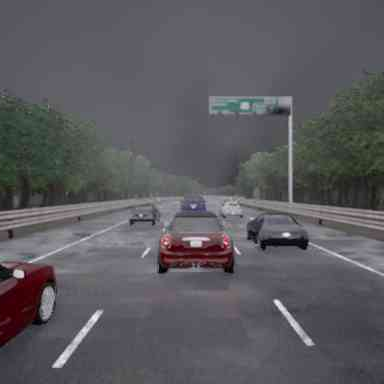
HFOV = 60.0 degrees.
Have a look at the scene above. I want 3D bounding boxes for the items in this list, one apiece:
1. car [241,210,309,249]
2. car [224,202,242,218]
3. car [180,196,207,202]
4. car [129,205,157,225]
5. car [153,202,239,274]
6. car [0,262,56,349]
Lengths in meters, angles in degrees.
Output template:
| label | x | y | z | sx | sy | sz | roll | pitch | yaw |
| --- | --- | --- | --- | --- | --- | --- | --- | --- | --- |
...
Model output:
| label | x | y | z | sx | sy | sz | roll | pitch | yaw |
| --- | --- | --- | --- | --- | --- | --- | --- | --- | --- |
| car | 3.610 | 1.611 | 14.714 | 1.994 | 1.385 | 4.181 | 0 | 0 | 0 |
| car | 3.620 | 1.639 | 31.327 | 1.812 | 1.442 | 4.674 | 0 | 0 | 0 |
| car | 0.120 | 1.326 | 29.554 | 2.150 | 2.045 | 5.566 | 0 | 0 | 0 |
| car | -3.387 | 1.630 | 24.597 | 2.033 | 1.411 | 5.357 | 0 | 0 | 0 |
| car | 0.108 | 1.386 | 10.872 | 2.097 | 1.767 | 4.553 | 0 | 0 | 0 |
| car | -3.397 | 1.490 | 4.087 | 1.882 | 1.535 | 5.008 | 0 | 0 | 0 |
